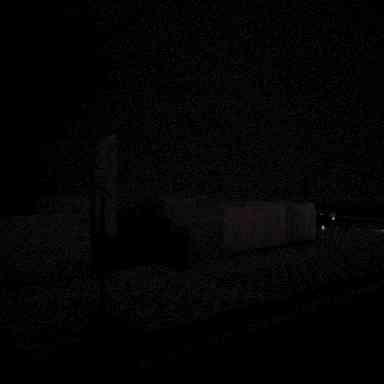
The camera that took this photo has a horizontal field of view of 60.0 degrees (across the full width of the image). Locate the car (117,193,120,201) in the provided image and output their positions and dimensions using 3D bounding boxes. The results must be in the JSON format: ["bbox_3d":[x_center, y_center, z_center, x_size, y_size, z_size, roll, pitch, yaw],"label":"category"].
[{"bbox_3d":[-11.699,0.894,53.313,1.812,1.442,4.674,1,0,-36],"label":"car"}]

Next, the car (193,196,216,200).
[{"bbox_3d":[1.272,1.173,30.283,1.882,1.535,5.008,1,0,-36],"label":"car"}]

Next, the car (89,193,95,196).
[{"bbox_3d":[-17.432,0.782,61.265,2.033,1.411,5.357,1,0,-36],"label":"car"}]

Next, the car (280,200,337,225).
[{"bbox_3d":[7.137,1.317,22.151,2.128,1.511,4.902,1,0,-36],"label":"car"}]

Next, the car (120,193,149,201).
[{"bbox_3d":[-6.829,0.990,41.555,1.882,1.535,5.008,1,0,-35],"label":"car"}]
